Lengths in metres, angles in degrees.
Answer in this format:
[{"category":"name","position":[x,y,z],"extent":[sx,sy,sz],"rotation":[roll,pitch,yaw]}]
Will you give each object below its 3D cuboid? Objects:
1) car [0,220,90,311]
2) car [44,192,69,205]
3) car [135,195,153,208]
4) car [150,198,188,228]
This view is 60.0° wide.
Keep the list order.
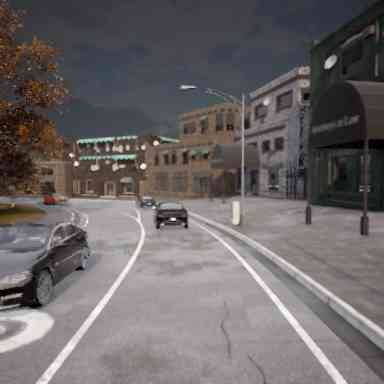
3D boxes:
[{"category":"car","position":[-3.803,1.457,7.850],"extent":[2.128,1.511,4.902],"rotation":[0,0,-3]},{"category":"car","position":[-19.357,0.873,47.430],"extent":[2.097,1.767,4.553],"rotation":[-2,2,-44]},{"category":"car","position":[-5.454,1.092,38.831],"extent":[1.812,1.442,4.674],"rotation":[-1,1,-19]},{"category":"car","position":[-1.423,1.323,20.826],"extent":[1.882,1.535,5.008],"rotation":[0,1,-9]}]
